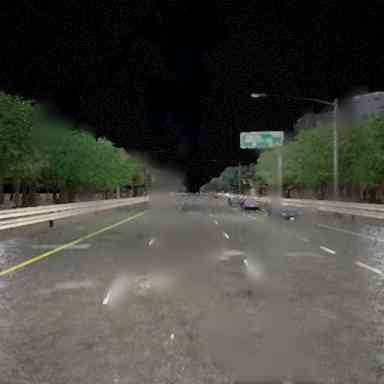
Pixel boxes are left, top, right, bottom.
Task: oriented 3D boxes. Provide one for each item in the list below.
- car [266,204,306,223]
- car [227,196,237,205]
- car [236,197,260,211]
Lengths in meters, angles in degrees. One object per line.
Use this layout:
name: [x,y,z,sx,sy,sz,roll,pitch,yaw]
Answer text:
car: [7.032,1.599,25.469,1.895,1.301,4.718,0,0,0]
car: [7.148,1.467,57.003,2.128,1.511,4.902,0,0,0]
car: [7.085,1.551,41.053,1.994,1.385,4.181,0,0,0]
